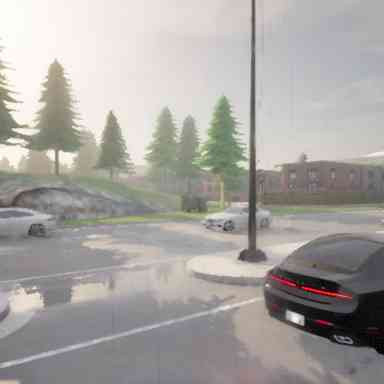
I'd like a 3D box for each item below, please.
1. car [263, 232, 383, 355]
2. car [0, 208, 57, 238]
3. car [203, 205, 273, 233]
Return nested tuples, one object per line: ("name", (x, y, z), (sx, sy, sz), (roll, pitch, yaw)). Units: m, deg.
("car", (3.415, 1.504, 6.029), (4.892, 1.490, 1.837), (0, 0, -35))
("car", (-9.044, 1.499, 16.043), (4.674, 1.442, 1.812), (0, 0, -34))
("car", (2.818, 1.513, 19.862), (4.674, 1.442, 1.812), (0, 0, -35))
